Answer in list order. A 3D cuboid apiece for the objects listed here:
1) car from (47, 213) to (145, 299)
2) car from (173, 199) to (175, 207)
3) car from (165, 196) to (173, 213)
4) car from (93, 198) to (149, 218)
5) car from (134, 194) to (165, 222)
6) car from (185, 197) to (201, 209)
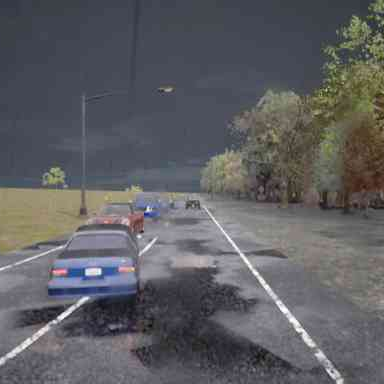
[{"bbox_3d":[-2.310,1.539,8.691,2.033,1.411,5.357,0,0,-11],"label":"car"},{"bbox_3d":[-3.537,1.298,46.007,2.097,1.767,4.553,0,0,0],"label":"car"},{"bbox_3d":[-3.550,1.313,36.000,2.097,1.767,4.553,0,0,0],"label":"car"},{"bbox_3d":[-3.651,1.336,16.331,2.097,1.767,4.553,0,0,1],"label":"car"},{"bbox_3d":[-3.572,1.195,25.996,2.150,2.045,5.566,0,0,-1],"label":"car"},{"bbox_3d":[0.113,1.454,43.920,1.837,1.490,4.892,0,0,-1],"label":"car"}]
